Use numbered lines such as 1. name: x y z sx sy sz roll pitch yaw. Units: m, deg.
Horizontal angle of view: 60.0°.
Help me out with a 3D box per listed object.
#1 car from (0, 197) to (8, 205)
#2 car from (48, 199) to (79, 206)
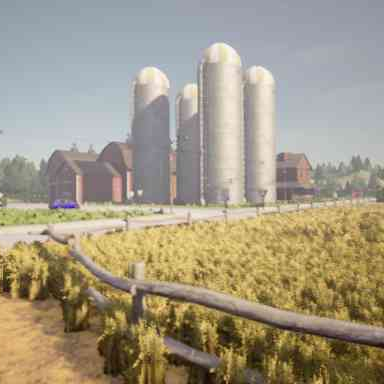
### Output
1. car: -38.584 2.040 66.036 1.905 1.878 3.866 -1 0 38
2. car: -19.577 1.955 51.047 2.242 1.667 4.611 -1 0 38
